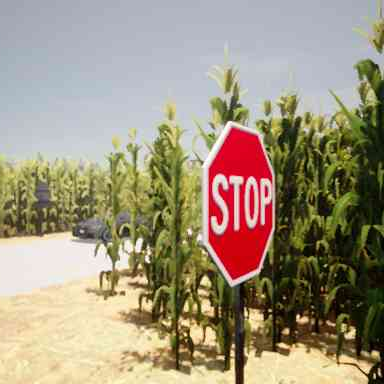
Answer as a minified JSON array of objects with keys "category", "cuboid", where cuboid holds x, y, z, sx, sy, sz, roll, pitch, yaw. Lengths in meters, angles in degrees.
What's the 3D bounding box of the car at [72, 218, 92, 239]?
[{"category":"car","cuboid":[-3.711,1.570,16.357,1.994,1.385,4.181,0,0,36]}]
